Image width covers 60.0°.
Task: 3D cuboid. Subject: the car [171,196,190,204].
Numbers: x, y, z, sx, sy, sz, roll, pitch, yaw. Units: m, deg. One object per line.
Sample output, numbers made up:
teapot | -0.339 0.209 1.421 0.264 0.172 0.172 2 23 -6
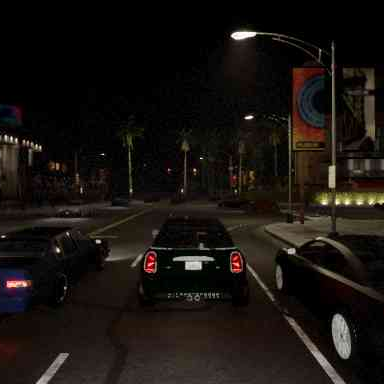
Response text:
car | -2.331 1.478 59.970 1.882 1.535 5.008 0 0 14

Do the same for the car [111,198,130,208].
car | -10.633 1.547 49.823 2.033 1.411 5.357 0 0 2

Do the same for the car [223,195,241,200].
car | 10.888 1.499 90.109 4.892 1.490 1.837 0 0 -37

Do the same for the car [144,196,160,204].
car | -7.893 1.504 66.256 1.837 1.490 4.892 0 0 19

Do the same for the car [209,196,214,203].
car | 5.241 1.505 69.217 1.837 1.490 4.892 -1 0 30

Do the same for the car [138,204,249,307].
car | 0.032 1.352 8.153 2.097 1.767 4.553 0 0 0

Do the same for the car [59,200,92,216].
car | -10.719 1.526 30.907 1.812 1.442 4.674 0 0 0

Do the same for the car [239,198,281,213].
car | 7.827 1.564 37.503 4.181 1.385 1.994 0 0 15

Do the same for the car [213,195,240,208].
car | 5.710 1.491 42.666 4.902 1.511 2.128 0 0 33

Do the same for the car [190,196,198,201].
car | -0.769 1.540 79.436 2.033 1.411 5.357 0 0 36

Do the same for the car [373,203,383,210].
car | 24.593 1.601 40.156 4.718 1.301 1.895 0 0 -1

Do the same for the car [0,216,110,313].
car | -3.469 1.547 7.934 2.033 1.411 5.357 0 0 0

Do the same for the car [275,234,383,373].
car | 2.880 1.480 5.816 2.097 1.535 5.008 0 0 -1
